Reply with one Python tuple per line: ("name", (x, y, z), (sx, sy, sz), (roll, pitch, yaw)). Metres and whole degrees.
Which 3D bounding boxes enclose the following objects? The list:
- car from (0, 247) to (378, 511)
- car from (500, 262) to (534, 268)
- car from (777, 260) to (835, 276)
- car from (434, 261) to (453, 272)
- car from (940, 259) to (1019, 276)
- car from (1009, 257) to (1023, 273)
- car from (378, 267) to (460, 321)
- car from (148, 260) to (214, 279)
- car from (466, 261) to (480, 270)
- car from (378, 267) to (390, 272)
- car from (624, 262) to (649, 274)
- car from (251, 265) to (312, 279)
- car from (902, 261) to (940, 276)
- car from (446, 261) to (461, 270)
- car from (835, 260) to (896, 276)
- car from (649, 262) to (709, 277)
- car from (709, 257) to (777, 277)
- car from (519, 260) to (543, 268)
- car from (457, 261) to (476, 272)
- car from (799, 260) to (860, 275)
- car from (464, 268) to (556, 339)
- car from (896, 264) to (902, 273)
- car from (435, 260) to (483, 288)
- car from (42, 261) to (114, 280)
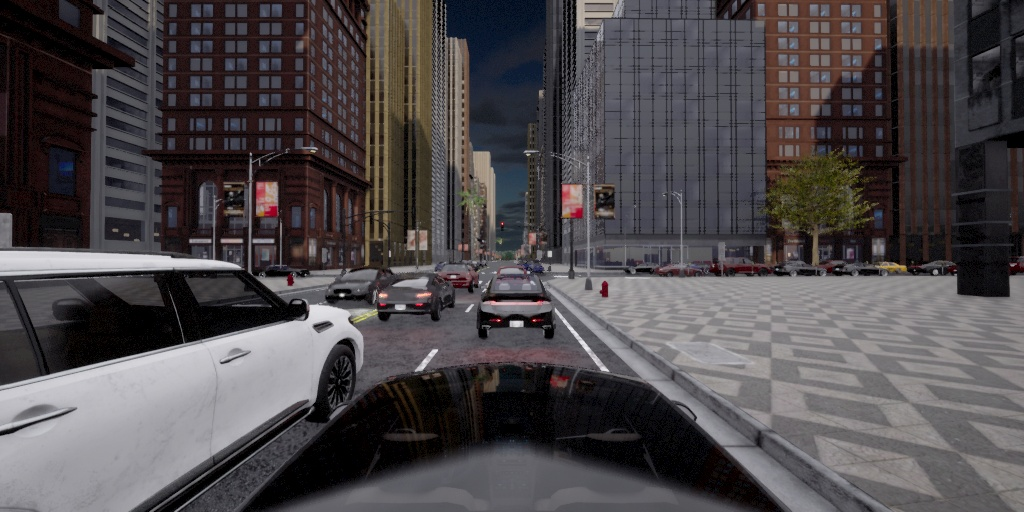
("car", (-3.155, 0.972, 2.645), (2.150, 2.045, 5.566), (0, 0, 0))
("car", (-0.005, 1.260, 19.613), (1.882, 1.535, 5.008), (0, 0, 0))
("car", (26.585, 1.275, 33.150), (4.313, 1.339, 1.948), (0, 0, -1))
("car", (-9.849, 1.496, 51.962), (1.812, 1.442, 4.674), (0, 0, 0))
("car", (43.498, 1.212, 33.417), (4.507, 1.381, 1.888), (0, 0, -1))
("car", (49.136, 0.971, 33.505), (5.009, 1.841, 2.192), (0, 0, -1))
("car", (-3.152, 1.288, 12.423), (1.812, 1.442, 4.674), (0, 0, 0))
("car", (-32.225, 1.325, 35.001), (4.553, 1.767, 2.097), (0, -1, 0))
("car", (-6.590, 1.561, 61.337), (1.812, 1.442, 4.674), (0, 0, 0))
("car", (-6.601, 1.276, 16.354), (1.837, 1.490, 4.892), (0, 0, 0))
("car", (15.177, 1.412, 41.496), (4.313, 1.339, 1.948), (0, 0, -1))
("car", (-22.407, 1.528, 34.992), (4.718, 1.301, 1.895), (0, -1, -3))
("car", (42.846, 1.205, 36.032), (4.892, 1.490, 1.837), (0, -1, -1))
("car", (-9.841, 1.558, 60.884), (1.812, 1.442, 4.674), (0, 0, 0))
("car", (32.222, 1.259, 33.239), (4.313, 1.339, 1.948), (0, 0, -1))
("car", (15.309, 1.327, 32.972), (4.207, 1.307, 1.802), (0, 0, -1))
("car", (20.947, 1.040, 33.061), (5.009, 1.841, 2.192), (0, 0, -1))
("car", (1.576, 1.259, 42.452), (2.097, 1.767, 4.553), (1, -1, -42))
("car", (-6.609, 1.463, 52.237), (2.128, 1.511, 4.902), (0, 0, 0))
("car", (34.512, 1.234, 39.038), (5.008, 1.535, 1.882), (0, -1, -1))
("car", (0.097, 1.249, 10.112), (2.128, 1.511, 4.902), (0, 0, 0))
("car", (43.199, 1.294, 41.937), (4.829, 1.417, 1.751), (0, 0, -1))
("car", (-3.153, 1.142, 21.404), (2.097, 1.767, 4.553), (0, 0, 0))
("car", (-42.279, 1.371, 35.021), (4.553, 1.767, 2.097), (0, -1, 1))
